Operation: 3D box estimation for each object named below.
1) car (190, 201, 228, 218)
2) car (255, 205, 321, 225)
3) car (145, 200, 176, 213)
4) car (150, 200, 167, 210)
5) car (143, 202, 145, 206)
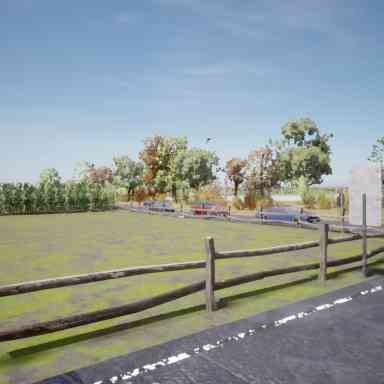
[{"bbox_3d":[1.743,1.728,35.070,2.097,1.767,4.553,-1,0,-33],"label":"car"},{"bbox_3d":[7.506,1.783,26.676,2.033,1.411,5.357,-1,0,-35],"label":"car"},{"bbox_3d":[-4.034,2.067,44.242,2.033,1.411,5.357,-1,0,-29],"label":"car"},{"bbox_3d":[-5.585,2.149,55.117,1.812,1.442,4.674,-1,-1,-17],"label":"car"},{"bbox_3d":[-8.260,2.224,64.390,2.128,1.511,4.902,0,0,-16],"label":"car"}]
